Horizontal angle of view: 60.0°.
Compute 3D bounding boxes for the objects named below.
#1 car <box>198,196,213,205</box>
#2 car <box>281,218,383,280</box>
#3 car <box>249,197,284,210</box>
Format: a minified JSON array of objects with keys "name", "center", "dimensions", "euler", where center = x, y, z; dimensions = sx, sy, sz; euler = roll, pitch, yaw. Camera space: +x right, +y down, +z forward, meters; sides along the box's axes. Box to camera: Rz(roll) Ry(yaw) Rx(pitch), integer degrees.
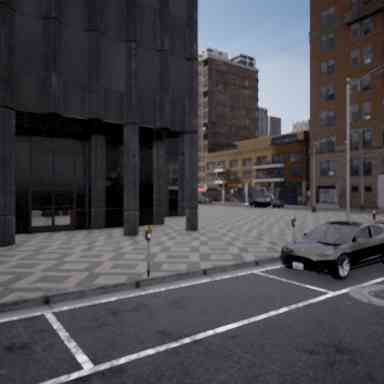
[{"name":"car","center":[1.835,1.460,59.799],"dimensions":[2.128,1.511,4.902],"euler":[0,0,-34]},{"name":"car","center":[4.564,1.573,10.027],"dimensions":[4.313,1.339,1.947],"euler":[0,0,-36]},{"name":"car","center":[9.624,1.461,42.993],"dimensions":[1.882,1.535,5.008],"euler":[0,0,-35]}]
